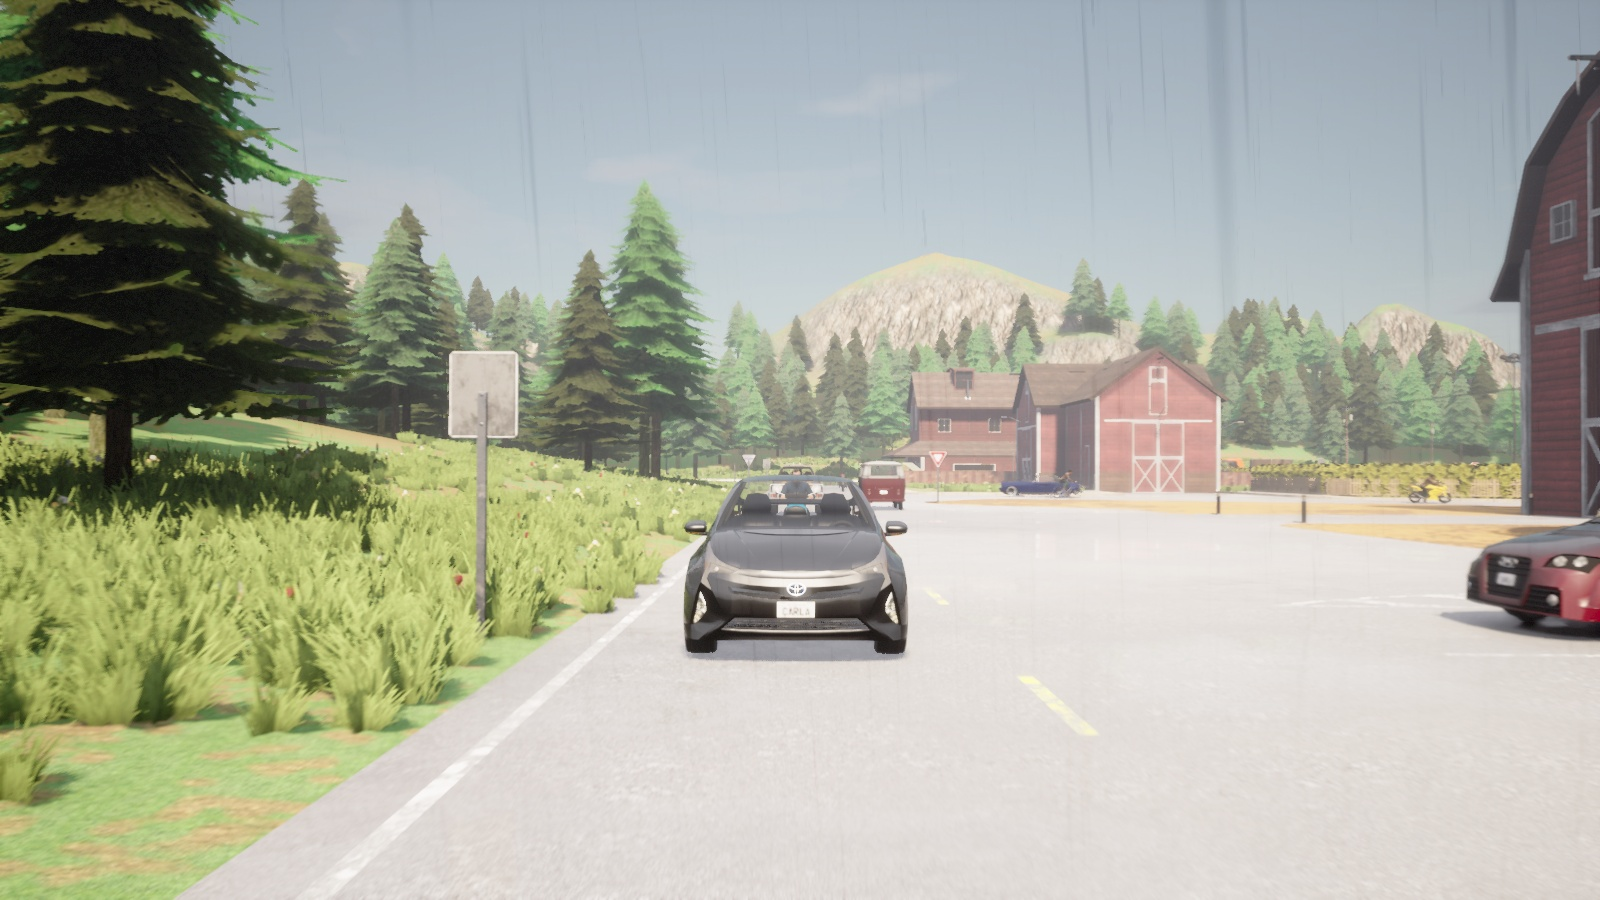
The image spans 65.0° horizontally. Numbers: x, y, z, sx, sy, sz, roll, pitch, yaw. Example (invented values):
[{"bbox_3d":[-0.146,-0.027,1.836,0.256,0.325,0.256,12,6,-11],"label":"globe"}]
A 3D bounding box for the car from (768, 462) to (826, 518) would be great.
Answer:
[{"bbox_3d":[-0.108,1.375,44.407,1.932,1.855,4.605,0,-1,0],"label":"car"}]

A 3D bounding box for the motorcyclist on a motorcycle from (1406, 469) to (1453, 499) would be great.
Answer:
[{"bbox_3d":[32.531,1.743,64.913,2.044,1.523,0.797,0,-1,19],"label":"motorcyclist on a motorcycle"}]

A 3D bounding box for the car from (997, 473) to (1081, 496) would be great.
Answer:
[{"bbox_3d":[14.098,2.016,74.047,4.718,1.301,1.895,0,-1,17],"label":"car"}]

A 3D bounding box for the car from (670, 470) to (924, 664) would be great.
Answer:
[{"bbox_3d":[-0.030,0.966,12.234,2.007,1.525,4.514,0,-1,0],"label":"car"}]

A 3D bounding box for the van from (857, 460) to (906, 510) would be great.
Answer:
[{"bbox_3d":[3.371,1.436,52.716,1.775,1.987,4.442,0,-1,0],"label":"van"}]
